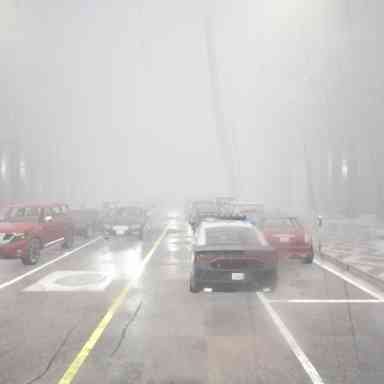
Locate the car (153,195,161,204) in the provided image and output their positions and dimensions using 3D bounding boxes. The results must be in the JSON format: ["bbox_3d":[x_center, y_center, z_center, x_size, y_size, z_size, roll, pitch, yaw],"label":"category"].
[{"bbox_3d":[-5.815,1.444,45.631,1.967,1.590,4.097,0,0,0],"label":"car"}]

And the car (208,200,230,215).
[{"bbox_3d":[2.724,1.568,34.380,1.947,1.339,4.313,0,0,0],"label":"car"}]

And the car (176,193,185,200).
[{"bbox_3d":[-3.107,1.619,88.870,1.895,1.301,4.718,0,0,0],"label":"car"}]

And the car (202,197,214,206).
[{"bbox_3d":[2.696,1.571,56.927,1.947,1.339,4.313,0,0,0],"label":"car"}]

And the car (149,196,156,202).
[{"bbox_3d":[-5.808,1.529,39.825,1.752,1.417,4.829,0,0,0],"label":"car"}]

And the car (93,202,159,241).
[{"bbox_3d":[-3.121,1.492,16.901,2.128,1.511,4.902,0,0,0],"label":"car"}]

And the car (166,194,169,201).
[{"bbox_3d":[-5.835,1.531,62.370,1.752,1.417,4.829,0,0,0],"label":"car"}]

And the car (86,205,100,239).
[{"bbox_3d":[-5.781,1.567,17.450,1.947,1.339,4.313,0,0,0],"label":"car"}]

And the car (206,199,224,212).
[{"bbox_3d":[2.717,1.569,40.017,1.947,1.339,4.313,0,0,0],"label":"car"}]

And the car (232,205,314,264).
[{"bbox_3d":[2.751,1.441,11.833,1.967,1.590,4.097,0,0,0],"label":"car"}]

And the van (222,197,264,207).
[{"bbox_3d":[2.745,1.342,17.470,1.690,1.788,3.998,0,0,0],"label":"van"}]

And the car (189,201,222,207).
[{"bbox_3d":[0.877,1.506,18.902,1.837,1.490,4.892,0,0,0],"label":"car"}]

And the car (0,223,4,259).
[{"bbox_3d":[-5.767,1.545,6.177,1.887,1.381,4.507,0,0,0],"label":"car"}]

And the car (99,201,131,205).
[{"bbox_3d":[-5.787,1.442,23.087,1.967,1.590,4.097,0,0,0],"label":"car"}]

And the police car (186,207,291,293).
[{"bbox_3d":[0.889,1.426,9.011,1.930,1.638,5.238,0,0,0],"label":"police car"}]

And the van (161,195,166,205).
[{"bbox_3d":[-5.828,1.346,56.904,1.690,1.788,3.998,0,0,0],"label":"van"}]

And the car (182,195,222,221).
[{"bbox_3d":[0.620,1.353,24.781,2.097,1.767,4.553,0,0,-5],"label":"car"}]

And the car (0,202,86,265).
[{"bbox_3d":[-5.773,1.316,11.813,2.192,1.841,5.009,0,0,0],"label":"car"}]

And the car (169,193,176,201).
[{"bbox_3d":[-5.863,1.331,85.086,2.192,1.841,5.009,0,0,0],"label":"car"}]

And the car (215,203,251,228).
[{"bbox_3d":[2.737,1.546,23.106,1.887,1.381,4.507,0,0,0],"label":"car"}]

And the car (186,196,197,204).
[{"bbox_3d":[-0.078,1.570,64.525,1.994,1.385,4.181,0,0,0],"label":"car"}]

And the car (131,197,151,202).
[{"bbox_3d":[-5.801,1.553,34.359,2.008,1.369,4.403,0,0,0],"label":"car"}]
